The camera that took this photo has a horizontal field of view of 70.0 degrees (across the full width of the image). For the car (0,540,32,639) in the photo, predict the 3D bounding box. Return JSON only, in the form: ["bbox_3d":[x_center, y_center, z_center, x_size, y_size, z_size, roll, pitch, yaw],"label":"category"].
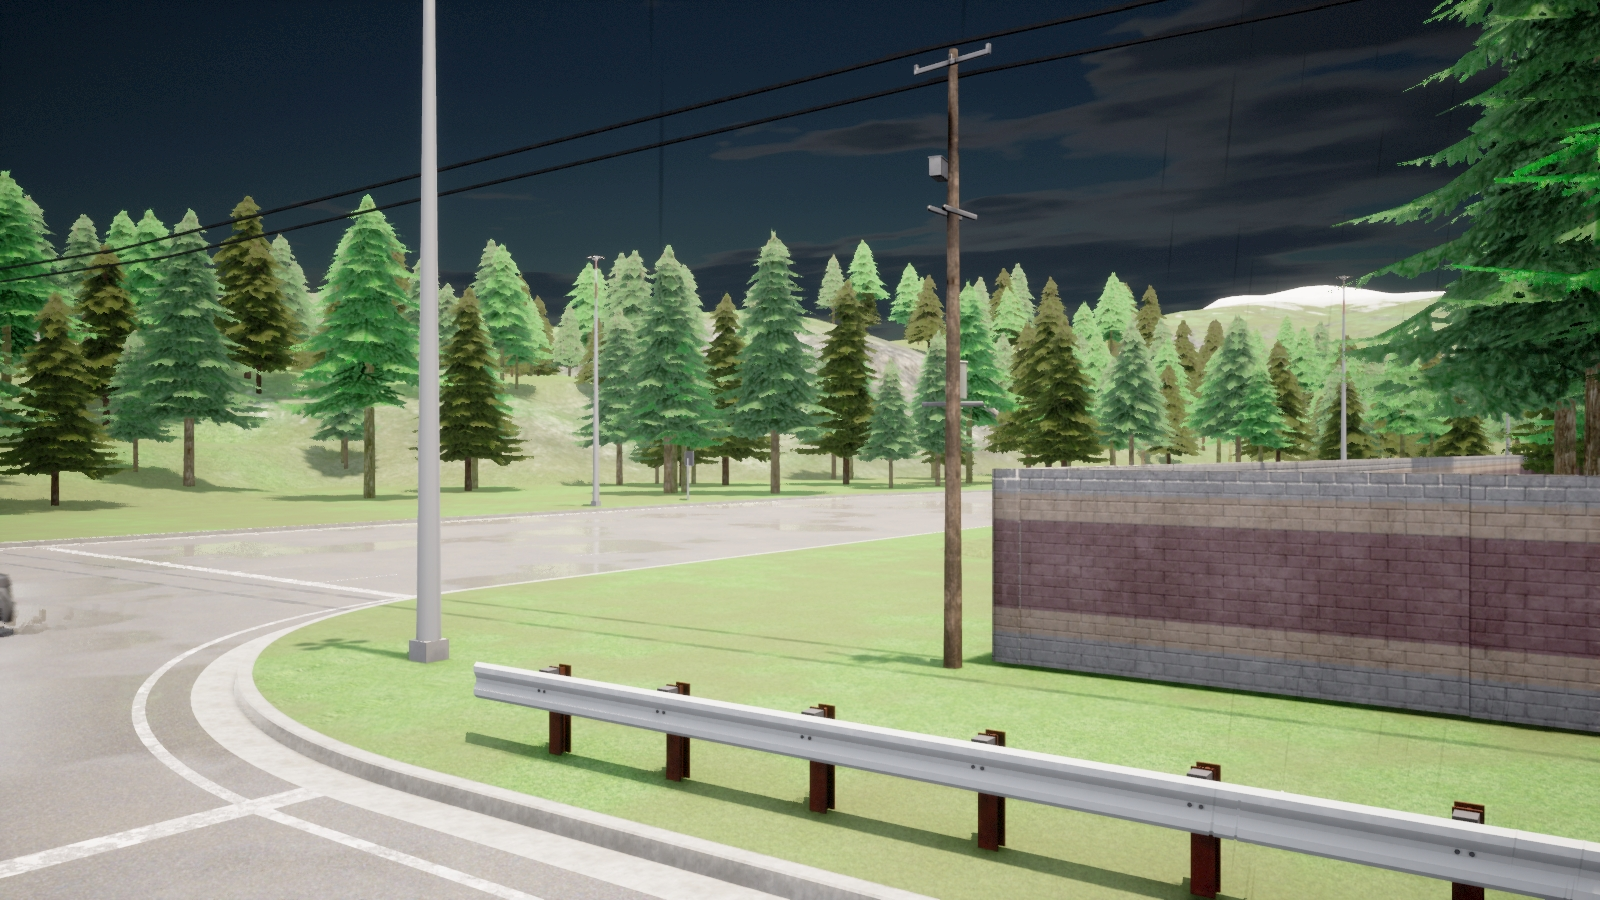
[{"bbox_3d":[-13.616,2.105,16.108,1.994,1.385,4.181,0,0,35],"label":"car"}]

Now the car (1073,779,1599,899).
[{"bbox_3d":[3.010,1.982,1.681,5.238,1.638,2.097,0,0,35],"label":"car"}]
